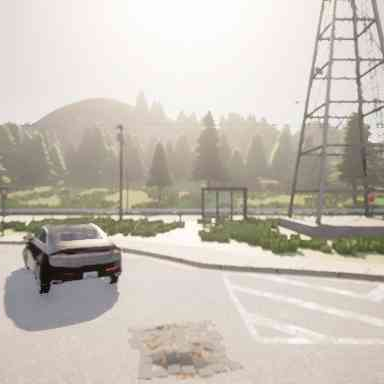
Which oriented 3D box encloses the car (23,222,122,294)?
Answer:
[{"bbox_3d":[-3.454,1.594,9.232,2.128,1.511,4.902,1,-1,-32],"label":"car"}]
